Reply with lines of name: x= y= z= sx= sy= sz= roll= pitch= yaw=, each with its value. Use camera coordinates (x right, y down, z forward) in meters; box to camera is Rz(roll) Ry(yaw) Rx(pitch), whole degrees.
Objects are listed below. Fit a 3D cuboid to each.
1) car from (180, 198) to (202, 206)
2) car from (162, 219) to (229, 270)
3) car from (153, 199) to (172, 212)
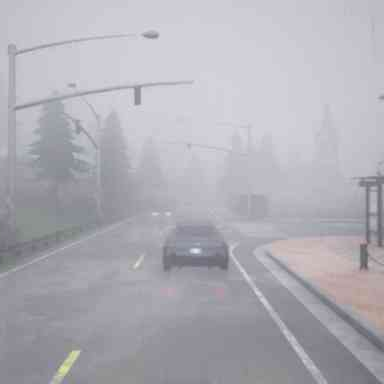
car: x=-0.131 y=1.803 z=60.134 sx=2.033 sy=1.411 sz=5.357 roll=0 pitch=0 yaw=30
car: x=0.120 y=1.611 z=11.190 sx=1.994 sy=1.385 sz=4.181 roll=0 pitch=0 yaw=1
car: x=-3.567 y=1.678 z=40.915 sx=1.837 sy=1.490 sz=4.892 roll=0 pitch=0 yaw=1
